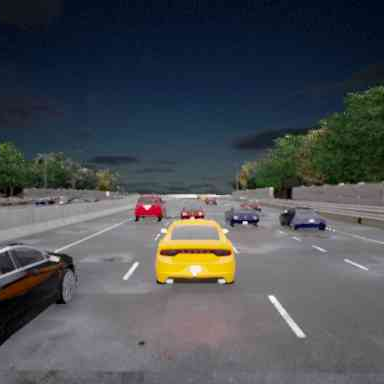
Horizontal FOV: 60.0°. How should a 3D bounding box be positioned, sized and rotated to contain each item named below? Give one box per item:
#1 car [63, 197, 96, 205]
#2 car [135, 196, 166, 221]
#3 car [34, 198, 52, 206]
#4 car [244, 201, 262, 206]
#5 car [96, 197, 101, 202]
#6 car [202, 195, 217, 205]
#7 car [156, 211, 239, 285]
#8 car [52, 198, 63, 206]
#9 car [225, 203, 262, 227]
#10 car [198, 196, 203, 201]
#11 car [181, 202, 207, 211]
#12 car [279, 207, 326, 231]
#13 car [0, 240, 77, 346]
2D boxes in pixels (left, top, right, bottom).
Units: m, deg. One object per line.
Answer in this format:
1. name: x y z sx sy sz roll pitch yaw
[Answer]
1. car: -14.166 1.617 42.071 1.837 1.490 4.892 0 0 0
2. car: -3.459 1.333 28.245 2.150 2.045 5.566 0 0 0
3. car: -24.634 1.681 56.047 1.895 1.301 4.718 0 0 0
4. car: 7.018 1.734 39.814 1.895 1.301 4.718 0 0 0
5. car: -17.654 1.572 59.413 2.128 1.511 4.902 0 0 1
6. car: 3.376 1.621 61.255 1.812 1.442 4.674 0 0 0
7. car: 0.077 1.533 9.700 1.882 1.535 5.008 0 0 0
8. car: -21.151 1.575 56.280 2.128 1.511 4.902 0 0 0
9. car: 3.449 1.709 23.822 1.895 1.301 4.718 0 0 0
10. car: 3.324 1.632 87.532 1.882 1.535 5.008 0 0 0
11. car: 0.042 1.715 27.720 1.895 1.301 4.718 0 0 0
12. car: 7.051 1.669 21.604 1.994 1.385 4.181 0 0 0
13. car: -3.414 1.522 5.323 2.128 1.511 4.902 0 0 0
